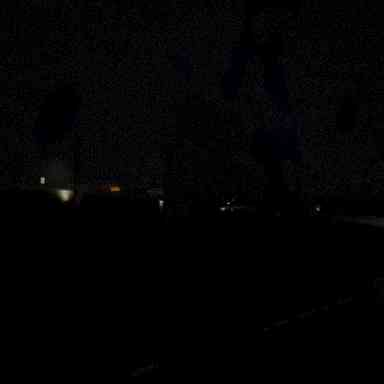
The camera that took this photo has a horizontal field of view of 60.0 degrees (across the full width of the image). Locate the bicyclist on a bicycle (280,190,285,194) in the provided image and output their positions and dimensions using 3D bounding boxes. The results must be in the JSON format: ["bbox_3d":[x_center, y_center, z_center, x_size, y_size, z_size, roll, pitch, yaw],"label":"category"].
[{"bbox_3d":[9.199,0.665,33.841,1.656,1.620,0.582,0,2,-35],"label":"bicyclist on a bicycle"}]

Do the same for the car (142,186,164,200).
[{"bbox_3d":[-4.216,0.186,42.381,1.812,1.442,4.674,0,2,-35],"label":"car"}]

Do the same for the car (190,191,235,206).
[{"bbox_3d":[1.940,0.592,33.721,2.033,1.411,5.357,0,2,-35],"label":"car"}]

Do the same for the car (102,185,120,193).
[{"bbox_3d":[-15.413,-0.662,63.177,1.882,1.535,5.008,0,2,-36],"label":"car"}]

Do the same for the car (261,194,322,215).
[{"bbox_3d":[7.614,0.899,25.747,2.128,1.511,4.902,0,2,-35],"label":"car"}]

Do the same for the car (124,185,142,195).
[{"bbox_3d":[-9.499,-0.450,54.879,2.097,1.767,4.553,0,2,-36],"label":"car"}]
